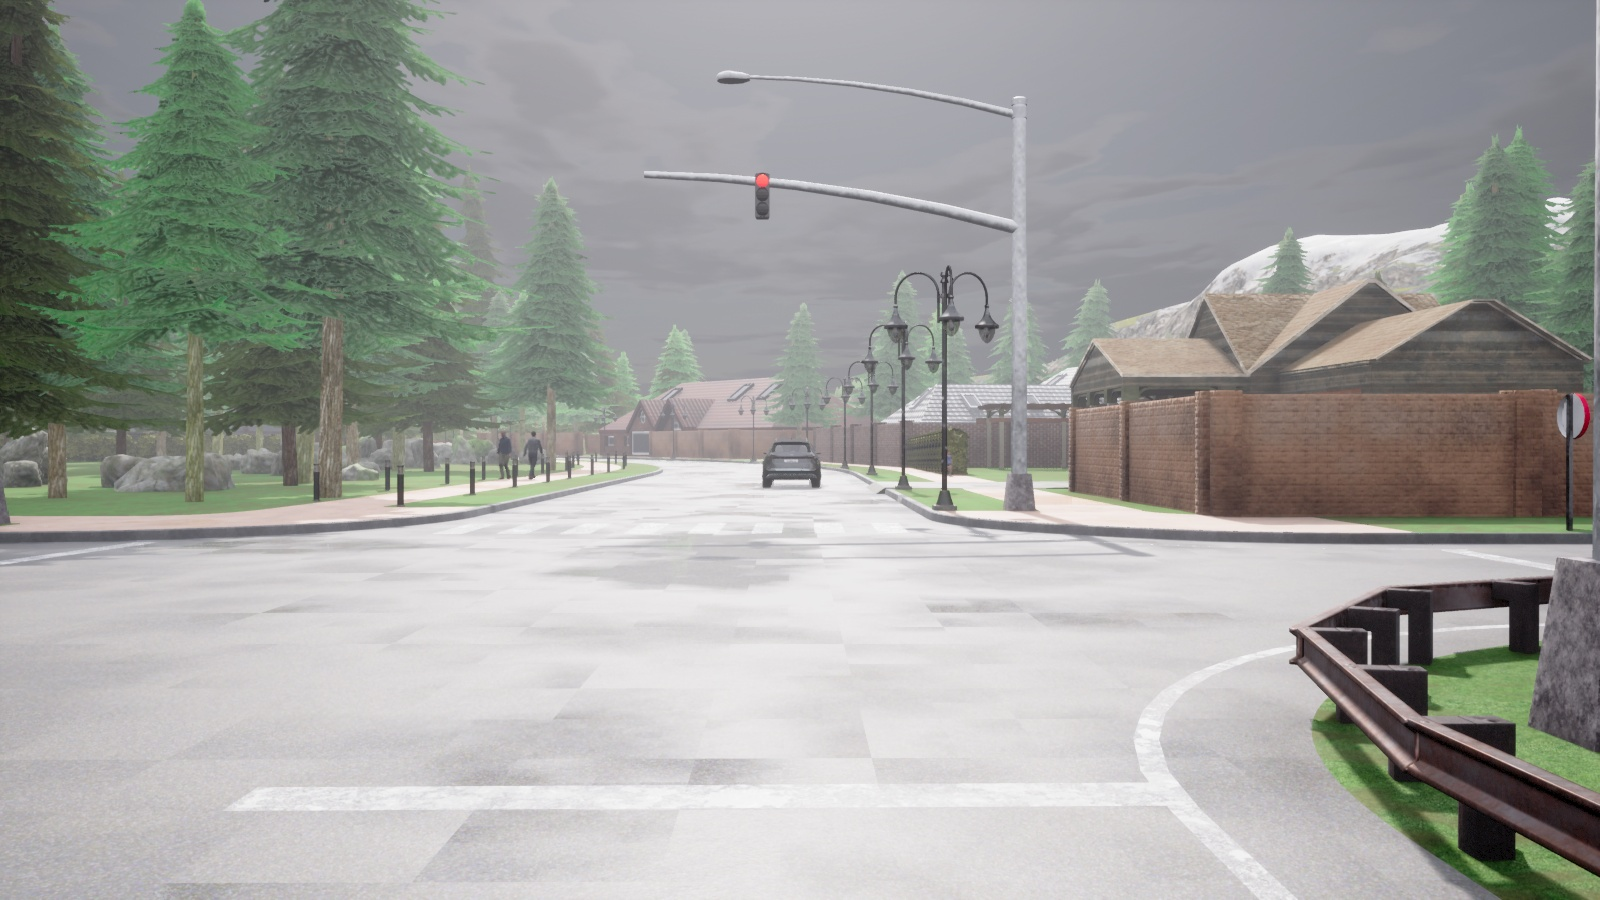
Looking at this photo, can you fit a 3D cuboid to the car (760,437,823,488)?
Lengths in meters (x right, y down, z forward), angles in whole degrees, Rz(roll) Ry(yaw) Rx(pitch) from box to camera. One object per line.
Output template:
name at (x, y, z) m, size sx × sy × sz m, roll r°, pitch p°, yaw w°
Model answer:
car at (-0.288, 0.404, 43.013) m, size 2.033 × 1.649 × 4.856 m, roll 0°, pitch 0°, yaw 0°

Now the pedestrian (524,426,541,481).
pedestrian at (-9.560, 0.111, 44.920) m, size 0.423 × 1.949 × 0.788 m, roll 0°, pitch 0°, yaw 2°

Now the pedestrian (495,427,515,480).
pedestrian at (-10.424, 0.113, 44.344) m, size 0.402 × 1.842 × 0.726 m, roll 0°, pitch 0°, yaw 15°
